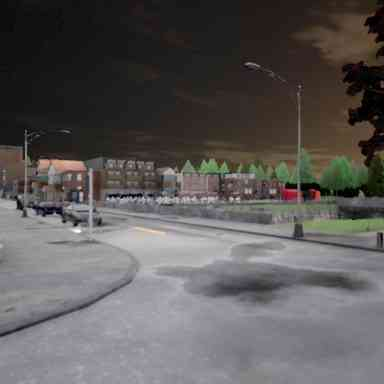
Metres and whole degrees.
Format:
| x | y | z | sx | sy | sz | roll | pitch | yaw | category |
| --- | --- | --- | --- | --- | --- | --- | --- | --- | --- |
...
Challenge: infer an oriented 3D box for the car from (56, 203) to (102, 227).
| x | y | z | sx | sy | sz | roll | pitch | yaw | category |
| --- | --- | --- | --- | --- | --- | --- | --- | --- | --- |
| -7.940 | 1.565 | 23.670 | 1.812 | 1.442 | 4.674 | 0 | 0 | -35 | car |

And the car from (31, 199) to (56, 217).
| x | y | z | sx | sy | sz | roll | pitch | yaw | category |
| --- | --- | --- | --- | --- | --- | --- | --- | --- | --- |
| -13.614 | 1.642 | 31.745 | 1.895 | 1.301 | 4.718 | 0 | 0 | -35 | car |

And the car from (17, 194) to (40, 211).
| x | y | z | sx | sy | sz | roll | pitch | yaw | category |
| --- | --- | --- | --- | --- | --- | --- | --- | --- | --- |
| -20.548 | 1.263 | 41.722 | 2.150 | 2.045 | 5.566 | 0 | 0 | -35 | car |
